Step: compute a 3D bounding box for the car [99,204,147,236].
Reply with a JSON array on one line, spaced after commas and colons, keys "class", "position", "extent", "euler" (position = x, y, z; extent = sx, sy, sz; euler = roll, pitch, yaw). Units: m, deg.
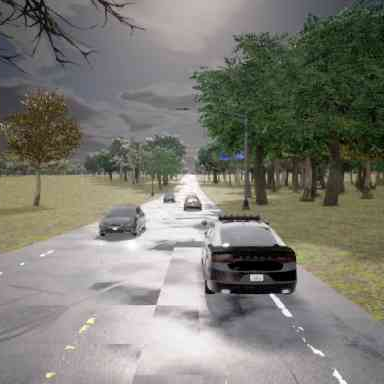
[{"class": "car", "position": [-3.596, 1.444, 17.932], "extent": [1.837, 1.490, 4.892], "euler": [0, 0, 0]}]

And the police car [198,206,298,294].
[{"class": "police car", "position": [1.226, 1.411, 8.878], "extent": [1.930, 1.638, 5.238], "euler": [0, 0, 0]}]

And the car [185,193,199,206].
[{"class": "car", "position": [0.035, 0.991, 46.989], "extent": [1.882, 1.535, 5.008], "euler": [0, 1, 1]}]

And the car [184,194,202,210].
[{"class": "car", "position": [0.078, 1.266, 37.031], "extent": [1.994, 1.385, 4.181], "euler": [0, 1, 0]}]

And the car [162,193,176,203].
[{"class": "car", "position": [-3.490, 0.923, 51.812], "extent": [1.837, 1.490, 4.892], "euler": [0, 1, 0]}]
